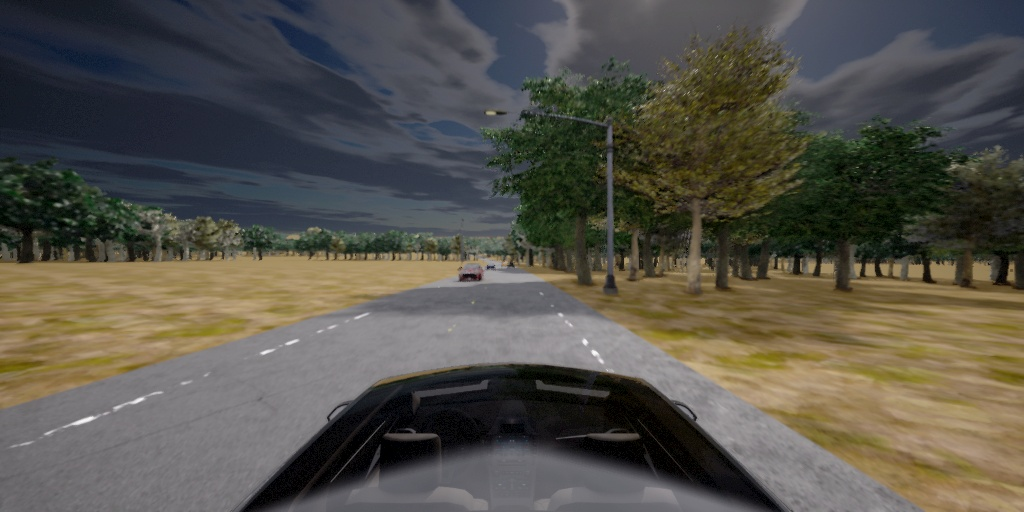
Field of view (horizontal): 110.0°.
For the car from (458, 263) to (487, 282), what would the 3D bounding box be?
[{"bbox_3d":[-3.742,1.451,33.674,2.097,1.767,4.553,0,-1,0],"label":"car"}]
